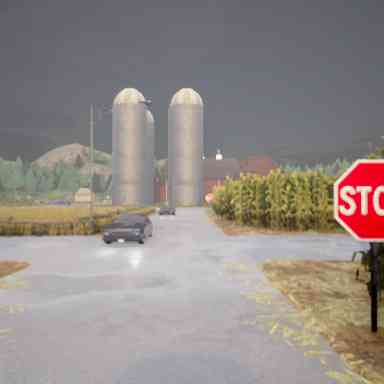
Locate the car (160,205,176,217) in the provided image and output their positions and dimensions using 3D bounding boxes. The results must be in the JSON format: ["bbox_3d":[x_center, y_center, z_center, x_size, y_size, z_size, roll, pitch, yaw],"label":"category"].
[{"bbox_3d":[-3.086,2.371,42.128,1.994,1.385,4.181,0,0,0],"label":"car"}]

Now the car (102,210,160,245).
[{"bbox_3d":[-3.105,1.813,17.243,2.033,1.411,5.357,0,-1,0],"label":"car"}]
